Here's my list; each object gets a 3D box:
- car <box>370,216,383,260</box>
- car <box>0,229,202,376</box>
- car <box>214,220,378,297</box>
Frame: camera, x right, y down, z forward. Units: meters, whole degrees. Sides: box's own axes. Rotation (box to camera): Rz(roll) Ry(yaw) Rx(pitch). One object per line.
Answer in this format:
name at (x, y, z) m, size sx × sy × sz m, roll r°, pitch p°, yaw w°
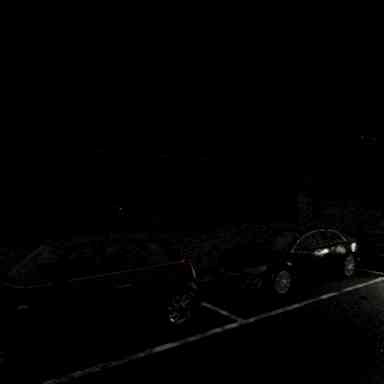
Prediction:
car at (6.988, 1.520, 11.583) m, size 4.507 × 1.381 × 1.887 m, roll 0°, pitch 0°, yaw -35°
car at (-1.920, 1.437, 5.276) m, size 4.097 × 1.590 × 1.967 m, roll 0°, pitch 0°, yaw -35°
car at (2.534, 1.537, 8.430) m, size 4.403 × 1.369 × 2.008 m, roll 0°, pitch 0°, yaw -35°
